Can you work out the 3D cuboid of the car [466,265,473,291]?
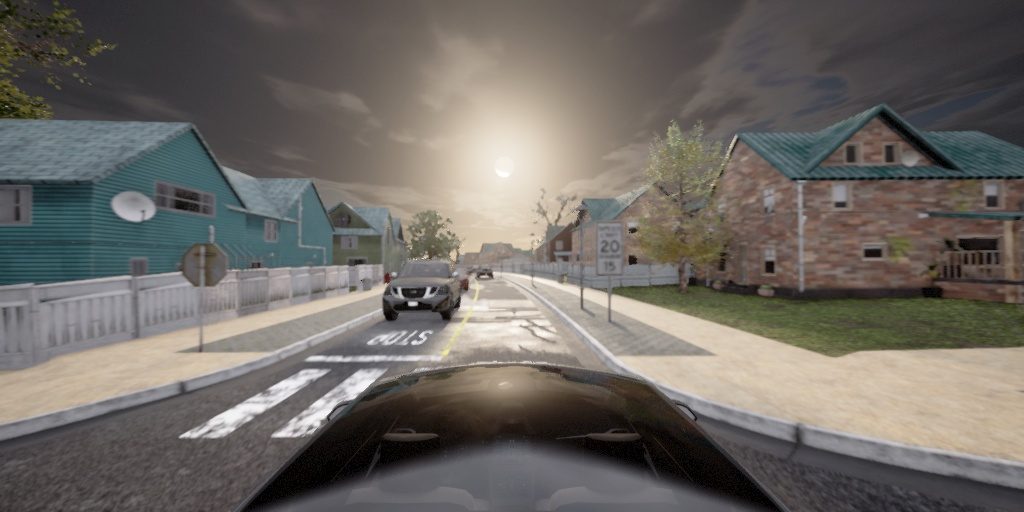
[{"bbox_3d":[-3.963,1.573,25.328,1.882,1.535,5.008,0,-1,-5],"label":"car"}]

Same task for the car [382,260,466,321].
[{"bbox_3d":[-3.179,1.150,13.735,2.150,2.045,5.566,0,-1,-3],"label":"car"}]

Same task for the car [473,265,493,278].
[{"bbox_3d":[-3.382,1.892,44.032,1.837,1.490,4.892,0,-1,-9],"label":"car"}]

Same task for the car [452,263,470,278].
[{"bbox_3d":[-6.252,1.745,43.941,2.097,1.767,4.553,0,-1,-9],"label":"car"}]
